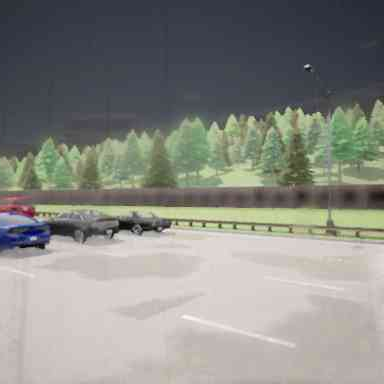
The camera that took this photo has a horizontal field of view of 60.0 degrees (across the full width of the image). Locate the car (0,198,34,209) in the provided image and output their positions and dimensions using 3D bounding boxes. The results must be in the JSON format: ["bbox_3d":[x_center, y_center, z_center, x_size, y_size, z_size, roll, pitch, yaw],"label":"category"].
[{"bbox_3d":[-15.538,1.502,28.308,5.566,2.045,2.150,0,0,36],"label":"car"}]

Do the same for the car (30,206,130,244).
[{"bbox_3d":[-5.754,1.636,16.761,4.902,1.511,2.128,-1,0,37],"label":"car"}]

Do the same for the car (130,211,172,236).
[{"bbox_3d":[-3.529,1.745,19.466,4.718,1.301,1.895,-1,0,36],"label":"car"}]

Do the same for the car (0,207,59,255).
[{"bbox_3d":[-7.987,1.621,14.061,5.008,1.535,1.882,0,0,37],"label":"car"}]
